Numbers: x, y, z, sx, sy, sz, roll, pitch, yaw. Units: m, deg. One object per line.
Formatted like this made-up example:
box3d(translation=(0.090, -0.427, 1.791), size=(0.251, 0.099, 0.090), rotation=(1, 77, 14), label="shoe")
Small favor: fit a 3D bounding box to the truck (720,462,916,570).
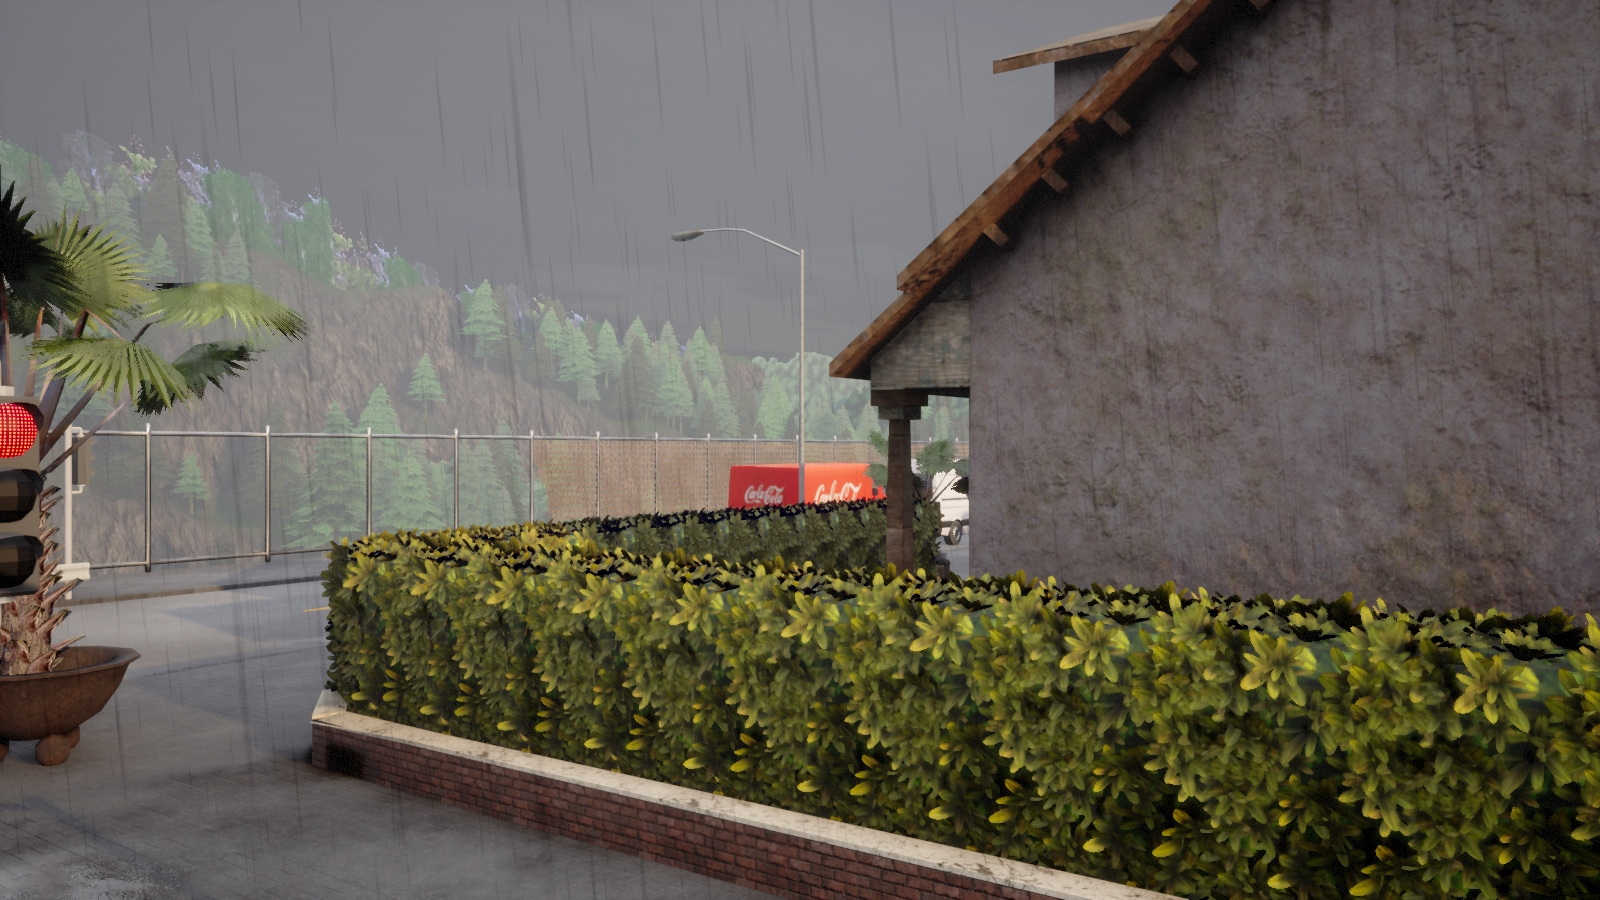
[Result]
box3d(translation=(0.584, 1.568, 29.600), size=(2.627, 2.467, 5.204), rotation=(0, 0, 35), label="truck")
